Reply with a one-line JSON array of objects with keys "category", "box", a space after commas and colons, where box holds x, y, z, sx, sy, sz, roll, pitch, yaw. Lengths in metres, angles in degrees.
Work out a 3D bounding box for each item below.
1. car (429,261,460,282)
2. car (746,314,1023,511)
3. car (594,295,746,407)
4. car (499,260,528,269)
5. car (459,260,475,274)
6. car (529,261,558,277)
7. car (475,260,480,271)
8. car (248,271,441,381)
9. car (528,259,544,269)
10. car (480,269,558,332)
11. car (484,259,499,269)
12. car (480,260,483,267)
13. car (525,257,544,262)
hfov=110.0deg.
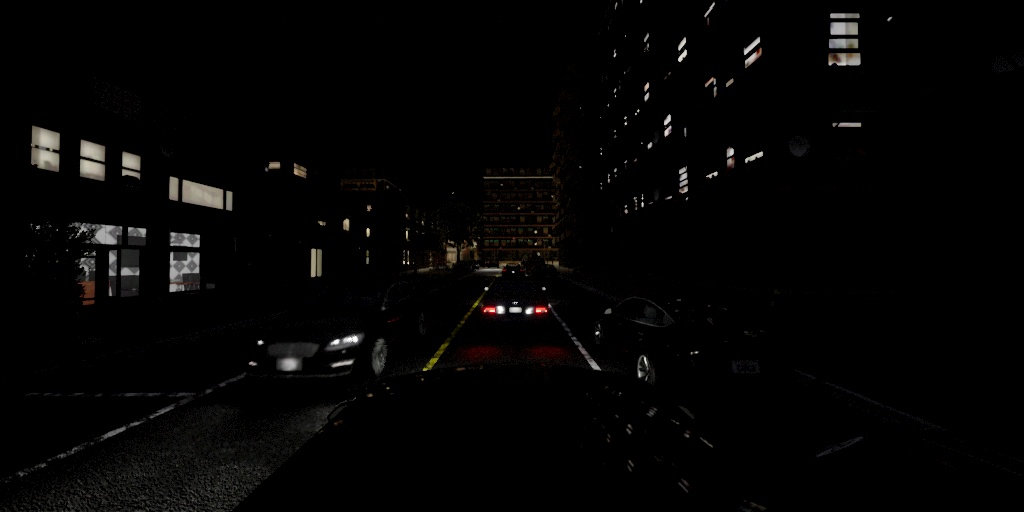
[{"category": "car", "box": [-5.654, 1.288, 28.742, 1.751, 1.417, 4.829, 0, 0, 0]}, {"category": "car", "box": [2.691, 1.189, 0.536, 1.967, 1.591, 4.097, 0, 0, 0]}, {"category": "car", "box": [2.692, 1.317, 6.223, 1.948, 1.339, 4.313, 0, 0, 0]}, {"category": "car", "box": [0.104, 1.328, 32.288, 1.994, 1.385, 4.181, 0, 0, 0]}, {"category": "car", "box": [-5.652, 1.209, 40.284, 1.967, 1.591, 4.097, 0, 0, 0]}, {"category": "car", "box": [2.694, 1.313, 28.969, 2.007, 1.370, 4.403, 0, 0, 0]}, {"category": "car", "box": [-5.652, 1.213, 45.972, 1.967, 1.591, 4.097, 0, 0, 0]}, {"category": "car", "box": [-3.100, 1.243, 7.436, 2.128, 1.511, 4.902, 0, 0, 0]}, {"category": "car", "box": [2.695, 1.291, 34.825, 1.751, 1.417, 4.829, 0, 0, 0]}, {"category": "car", "box": [0.096, 1.301, 10.841, 2.033, 1.411, 5.357, 0, 0, 0]}, {"category": "car", "box": [-3.015, 1.384, 58.308, 1.895, 1.301, 4.718, 0, 0, 0]}, {"category": "car", "box": [-5.651, 1.359, 51.658, 1.802, 1.307, 4.207, 0, 0, 0]}, {"category": "car", "box": [2.695, 1.084, 40.343, 2.192, 1.841, 5.009, 0, 0, 0]}]
